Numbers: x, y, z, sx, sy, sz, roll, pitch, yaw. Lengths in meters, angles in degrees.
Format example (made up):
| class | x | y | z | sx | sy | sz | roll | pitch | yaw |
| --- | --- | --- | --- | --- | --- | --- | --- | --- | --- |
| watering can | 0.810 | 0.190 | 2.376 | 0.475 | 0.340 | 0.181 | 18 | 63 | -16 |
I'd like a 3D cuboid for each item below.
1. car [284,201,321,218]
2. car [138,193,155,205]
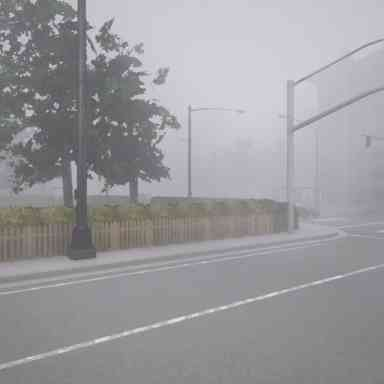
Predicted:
| class | x | y | z | sx | sy | sz | roll | pitch | yaw |
| --- | --- | --- | --- | --- | --- | --- | --- | --- | --- |
| car | 9.406 | 1.525 | 30.334 | 1.812 | 1.442 | 4.674 | 0 | 0 | -35 |
| car | -7.463 | 1.211 | 54.838 | 2.150 | 2.045 | 5.566 | 0 | 0 | -35 |
